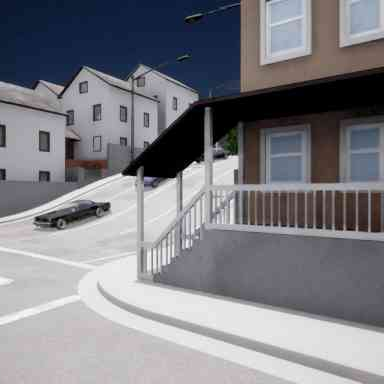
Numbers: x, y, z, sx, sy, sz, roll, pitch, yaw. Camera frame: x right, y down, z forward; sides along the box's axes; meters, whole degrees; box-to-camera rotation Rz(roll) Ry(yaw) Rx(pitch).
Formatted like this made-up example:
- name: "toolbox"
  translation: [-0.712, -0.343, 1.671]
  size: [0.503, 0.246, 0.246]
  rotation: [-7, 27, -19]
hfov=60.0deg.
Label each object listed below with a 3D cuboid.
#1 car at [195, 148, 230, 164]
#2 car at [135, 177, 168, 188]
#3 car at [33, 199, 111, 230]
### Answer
- name: "car"
  translation: [2.170, -3.893, 35.296]
  size: [1.895, 1.301, 4.718]
  rotation: [0, 12, 36]
- name: "car"
  translation: [-2.898, -1.522, 27.921]
  size: [1.812, 1.442, 4.674]
  rotation: [-1, 19, 33]
- name: "car"
  translation: [-7.528, 1.290, 21.125]
  size: [1.895, 1.301, 4.718]
  rotation: [0, 11, 34]
